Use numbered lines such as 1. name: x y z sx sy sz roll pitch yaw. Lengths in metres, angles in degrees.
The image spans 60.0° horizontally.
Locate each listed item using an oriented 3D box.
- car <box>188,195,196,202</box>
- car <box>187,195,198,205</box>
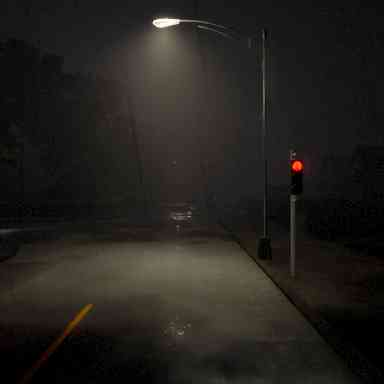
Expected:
1. car: -0.083 1.524 77.750 1.812 1.442 4.674 0 0 0
2. car: 0.042 1.547 59.438 2.033 1.411 5.357 0 0 0
